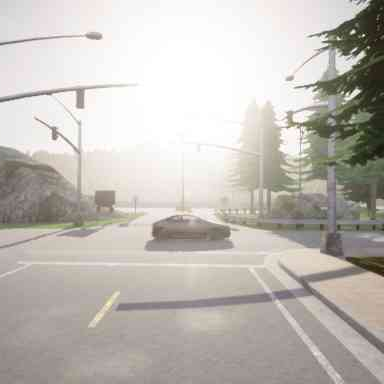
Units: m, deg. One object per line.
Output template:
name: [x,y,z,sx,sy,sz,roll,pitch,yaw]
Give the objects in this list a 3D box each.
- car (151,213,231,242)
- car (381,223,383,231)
car: [-0.068,1.821,17.565,4.181,1.385,1.994,0,-1,1]
car: [15.026,2.056,21.075,5.357,1.411,2.033,0,-1,-2]
